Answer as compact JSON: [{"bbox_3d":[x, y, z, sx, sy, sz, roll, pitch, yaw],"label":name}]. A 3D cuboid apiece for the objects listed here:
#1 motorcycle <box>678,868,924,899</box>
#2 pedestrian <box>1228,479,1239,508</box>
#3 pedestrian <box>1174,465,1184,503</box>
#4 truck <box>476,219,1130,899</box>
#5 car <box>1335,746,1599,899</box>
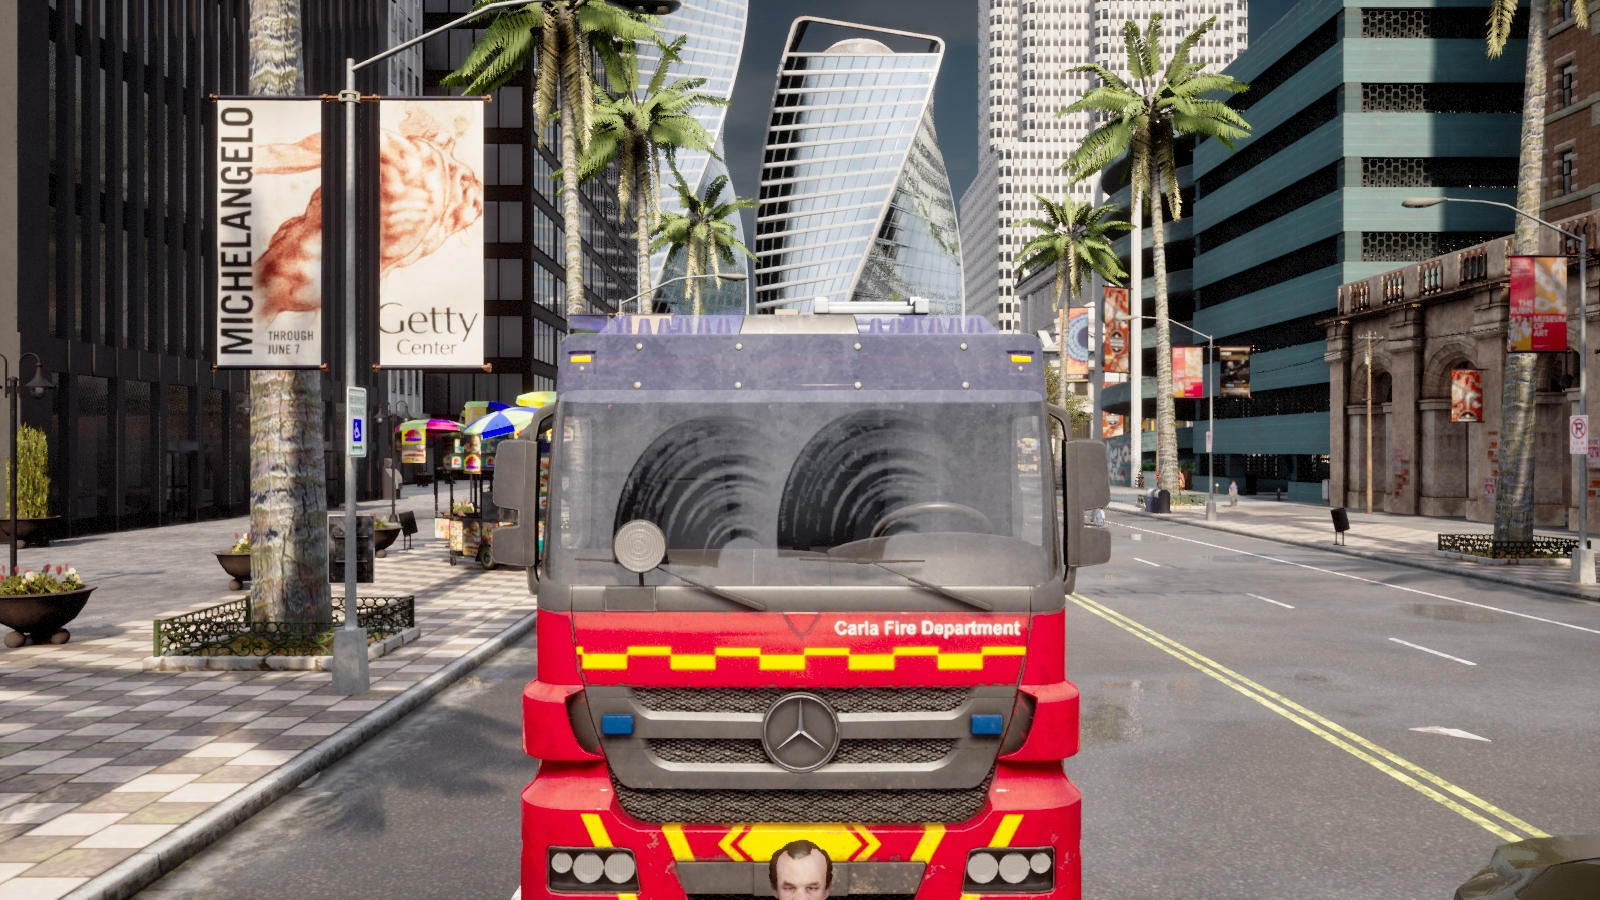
[{"bbox_3d":[0.003,2.182,3.373,0.856,1.236,1.805,0,0,0],"label":"motorcycle"},{"bbox_3d":[19.810,1.976,52.218,0.375,1.300,0.375,0,0,-3],"label":"pedestrian"},{"bbox_3d":[18.771,1.696,56.566,0.375,1.860,0.375,0,0,1],"label":"pedestrian"},{"bbox_3d":[0.019,0.890,9.289,2.891,3.827,8.468,0,0,0],"label":"truck"},{"bbox_3d":[3.504,2.061,2.660,2.231,1.480,4.892,0,0,0],"label":"car"}]
